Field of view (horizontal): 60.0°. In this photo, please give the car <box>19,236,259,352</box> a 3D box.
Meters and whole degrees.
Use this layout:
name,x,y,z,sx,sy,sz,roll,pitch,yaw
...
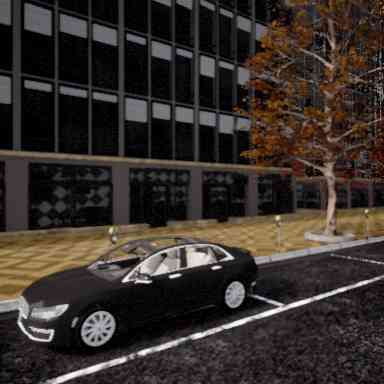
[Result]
name,x,y,z,sx,sy,sz,roll,pitch,yaw
car,-0.686,1.537,6.066,4.403,1.369,2.008,0,0,-35
